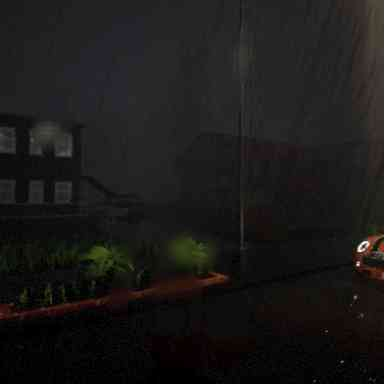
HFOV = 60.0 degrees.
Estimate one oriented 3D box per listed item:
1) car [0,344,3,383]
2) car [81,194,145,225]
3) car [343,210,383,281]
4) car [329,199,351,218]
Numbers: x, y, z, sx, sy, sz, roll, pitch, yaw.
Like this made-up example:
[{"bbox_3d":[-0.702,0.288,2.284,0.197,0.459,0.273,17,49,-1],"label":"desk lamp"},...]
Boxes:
[{"bbox_3d":[-3.867,1.470,1.846,4.902,1.511,2.128,1,0,-35],"label":"car"},{"bbox_3d":[-4.732,1.050,20.190,3.866,1.878,1.905,1,0,-35],"label":"car"},{"bbox_3d":[6.515,1.457,9.227,4.553,1.767,2.097,1,0,-35],"label":"car"},{"bbox_3d":[12.002,1.399,29.355,1.845,1.501,3.633,1,0,-35],"label":"car"}]
